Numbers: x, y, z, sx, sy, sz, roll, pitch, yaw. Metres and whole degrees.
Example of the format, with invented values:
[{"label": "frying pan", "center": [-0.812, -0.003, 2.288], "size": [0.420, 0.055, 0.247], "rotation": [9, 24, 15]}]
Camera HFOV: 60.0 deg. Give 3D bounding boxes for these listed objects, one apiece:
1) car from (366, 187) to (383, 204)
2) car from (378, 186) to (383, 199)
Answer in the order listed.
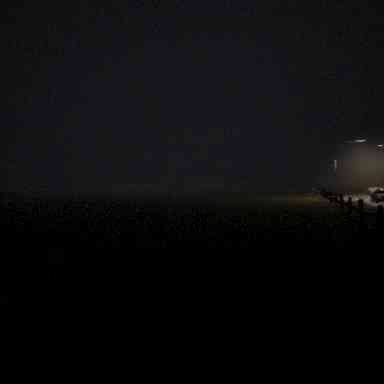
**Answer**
[{"label": "car", "center": [20.206, 0.434, 35.301], "size": [1.812, 1.442, 4.674], "rotation": [-1, 1, 18]}, {"label": "car", "center": [26.028, 0.054, 43.709], "size": [1.882, 1.535, 5.008], "rotation": [-1, 1, 18]}]
